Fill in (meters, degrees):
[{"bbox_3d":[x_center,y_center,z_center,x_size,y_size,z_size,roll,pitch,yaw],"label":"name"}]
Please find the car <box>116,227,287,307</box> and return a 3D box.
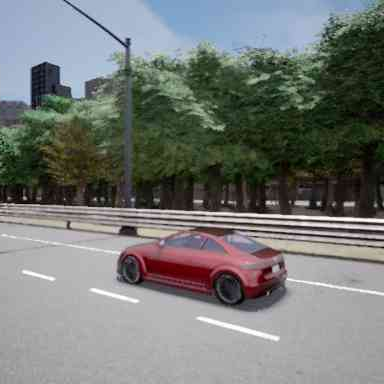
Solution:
[{"bbox_3d":[0.110,1.566,8.093,4.181,1.385,1.994,0,0,36],"label":"car"}]
